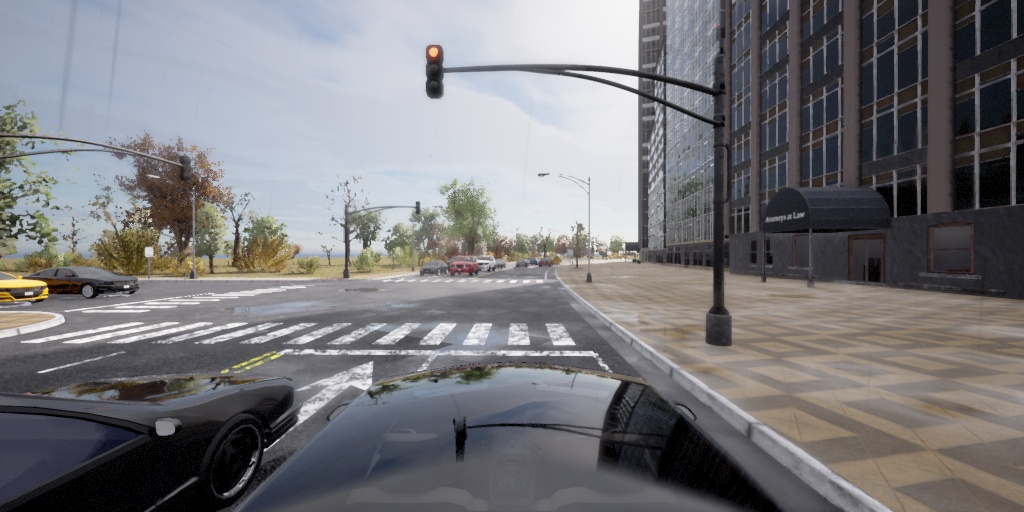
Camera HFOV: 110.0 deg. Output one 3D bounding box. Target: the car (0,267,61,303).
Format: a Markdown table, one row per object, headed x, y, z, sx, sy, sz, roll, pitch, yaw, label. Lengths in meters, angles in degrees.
| x | y | z | sx | sy | sz | roll | pitch | yaw | label |
| --- | --- | --- | --- | --- | --- | --- | --- | --- | --- |
| -22.477 | 1.288 | 14.941 | 5.008 | 1.535 | 1.882 | 0 | 0 | 3 | car |

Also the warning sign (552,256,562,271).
| x | y | z | sx | sy | sz | roll | pitch | yaw | label |
| --- | --- | --- | --- | --- | --- | --- | --- | --- | --- |
| 5.511 | 0.868 | 43.966 | 1.300 | 1.860 | 1.060 | 0 | 0 | 7 | warning sign |

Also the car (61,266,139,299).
| x | y | z | sx | sy | sz | roll | pitch | yaw | label |
| --- | --- | --- | --- | --- | --- | --- | --- | --- | --- |
| -21.836 | 1.275 | 18.162 | 5.008 | 1.535 | 1.882 | 0 | 0 | 4 | car |

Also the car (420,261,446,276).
| x | y | z | sx | sy | sz | roll | pitch | yaw | label |
| --- | --- | --- | --- | --- | --- | --- | --- | --- | --- |
| -7.972 | 1.251 | 37.032 | 1.837 | 1.490 | 4.892 | 0 | 0 | 6 | car |

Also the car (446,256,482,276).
| x | y | z | sx | sy | sz | roll | pitch | yaw | label |
| --- | --- | --- | --- | --- | --- | --- | --- | --- | --- |
| -4.778 | 0.969 | 36.750 | 2.150 | 2.045 | 5.566 | 0 | 0 | 3 | car |

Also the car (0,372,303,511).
| x | y | z | sx | sy | sz | roll | pitch | yaw | label |
| --- | --- | --- | --- | --- | --- | --- | --- | --- | --- |
| -3.127 | 1.298 | 1.264 | 2.033 | 1.411 | 5.357 | 0 | 0 | 1 | car |

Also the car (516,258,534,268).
| x | y | z | sx | sy | sz | roll | pitch | yaw | label |
| --- | --- | --- | --- | --- | --- | --- | --- | --- | --- |
| 1.889 | 1.246 | 60.545 | 2.128 | 1.511 | 4.902 | 0 | 0 | 9 | car |

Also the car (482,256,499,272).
| x | y | z | sx | sy | sz | roll | pitch | yaw | label |
| --- | --- | --- | --- | --- | --- | --- | --- | --- | --- |
| -3.577 | 0.970 | 47.046 | 2.150 | 2.045 | 5.566 | 0 | 0 | 8 | car |

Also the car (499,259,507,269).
| x | y | z | sx | sy | sz | roll | pitch | yaw | label |
| --- | --- | --- | --- | --- | --- | --- | --- | --- | --- |
| -2.133 | 1.277 | 57.140 | 1.812 | 1.442 | 4.674 | 0 | 0 | 9 | car |
